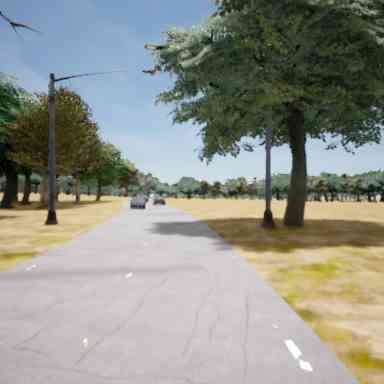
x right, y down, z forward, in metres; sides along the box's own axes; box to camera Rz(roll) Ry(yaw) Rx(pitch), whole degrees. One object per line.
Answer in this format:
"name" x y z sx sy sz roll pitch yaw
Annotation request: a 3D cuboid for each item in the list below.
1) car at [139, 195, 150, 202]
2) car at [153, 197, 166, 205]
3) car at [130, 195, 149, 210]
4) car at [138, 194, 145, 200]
"car" -10.780 1.452 75.164 2.128 1.511 4.902 0 0 -13
"car" -5.617 1.510 57.302 1.812 1.442 4.674 1 0 -13
"car" -6.775 1.348 41.864 1.882 1.535 5.008 3 1 -10
"car" -14.076 1.460 92.837 1.882 1.535 5.008 0 0 -6
